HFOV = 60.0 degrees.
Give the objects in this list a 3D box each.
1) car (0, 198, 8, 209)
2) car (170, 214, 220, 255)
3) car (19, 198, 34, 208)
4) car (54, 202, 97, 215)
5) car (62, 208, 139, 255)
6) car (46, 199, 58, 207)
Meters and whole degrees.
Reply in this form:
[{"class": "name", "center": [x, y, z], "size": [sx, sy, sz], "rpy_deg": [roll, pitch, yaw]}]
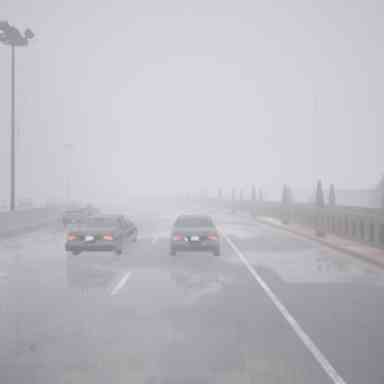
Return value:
[{"class": "car", "center": [-27.726, 1.664, 47.862], "size": [1.812, 1.442, 4.674], "rpy_deg": [0, 0, -22]}, {"class": "car", "center": [0.080, 1.586, 13.479], "size": [2.033, 1.411, 5.357], "rpy_deg": [0, 0, 0]}, {"class": "car", "center": [-24.869, 1.622, 50.089], "size": [1.882, 1.535, 5.008], "rpy_deg": [0, 0, -22]}, {"class": "car", "center": [-7.354, 1.557, 22.697], "size": [2.128, 1.511, 4.902], "rpy_deg": [0, 0, -4]}, {"class": "car", "center": [-3.419, 1.587, 13.529], "size": [2.033, 1.411, 5.357], "rpy_deg": [0, 0, 0]}, {"class": "car", "center": [-22.188, 1.753, 52.799], "size": [1.895, 1.301, 4.718], "rpy_deg": [0, 0, -23]}]
